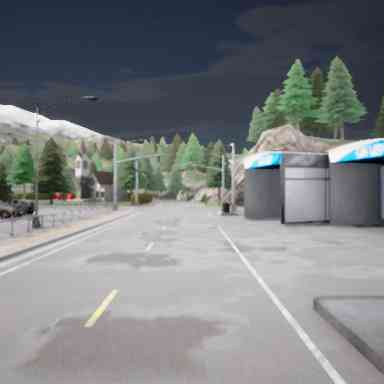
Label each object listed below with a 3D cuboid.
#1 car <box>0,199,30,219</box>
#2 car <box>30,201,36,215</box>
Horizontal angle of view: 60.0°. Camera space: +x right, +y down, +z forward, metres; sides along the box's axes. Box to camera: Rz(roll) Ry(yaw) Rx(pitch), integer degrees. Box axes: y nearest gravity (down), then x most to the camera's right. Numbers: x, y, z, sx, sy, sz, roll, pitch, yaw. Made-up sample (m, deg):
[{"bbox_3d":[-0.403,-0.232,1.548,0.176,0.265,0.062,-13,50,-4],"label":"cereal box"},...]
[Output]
[{"bbox_3d":[-16.440,1.371,27.127,5.027,1.636,2.152,0,0,-1],"label":"car"},{"bbox_3d":[-16.511,1.385,30.263,4.514,1.523,2.007,0,0,-1],"label":"car"}]
